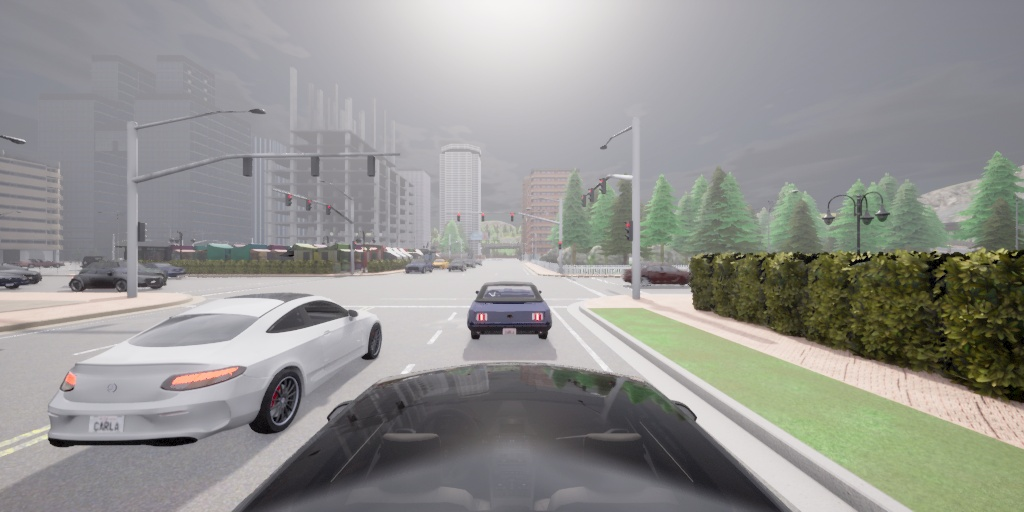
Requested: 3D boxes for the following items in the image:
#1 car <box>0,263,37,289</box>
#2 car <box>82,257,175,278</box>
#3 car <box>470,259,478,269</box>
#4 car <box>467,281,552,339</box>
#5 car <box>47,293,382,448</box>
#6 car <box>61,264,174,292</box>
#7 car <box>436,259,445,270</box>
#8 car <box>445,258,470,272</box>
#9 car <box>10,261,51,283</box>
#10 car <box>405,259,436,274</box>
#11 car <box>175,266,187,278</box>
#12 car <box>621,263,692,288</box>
[{"bbox_3d":[-31.962,1.297,21.013,5.357,1.411,2.033,0,0,1],"label":"car"},{"bbox_3d":[-26.342,1.101,24.366,4.553,1.767,2.097,0,0,2],"label":"car"},{"bbox_3d":[-7.062,1.251,58.520,1.837,1.490,4.892,0,0,0],"label":"car"},{"bbox_3d":[-0.092,1.350,9.984,1.895,1.301,4.718,0,0,-1],"label":"car"},{"bbox_3d":[-3.507,1.276,5.376,1.812,1.442,4.674,0,0,-1],"label":"car"},{"bbox_3d":[-22.722,1.313,20.768,4.181,1.385,1.994,0,0,1],"label":"car"},{"bbox_3d":[-10.578,1.226,52.472,1.882,1.535,5.008,0,0,0],"label":"car"},{"bbox_3d":[-7.090,1.253,46.914,1.837,1.490,4.892,0,0,0],"label":"car"},{"bbox_3d":[-35.371,1.254,24.608,4.892,1.490,1.837,0,0,2],"label":"car"},{"bbox_3d":[-10.727,1.100,41.572,2.097,1.767,4.553,0,0,3],"label":"car"},{"bbox_3d":[-31.981,1.296,31.685,5.357,1.411,2.033,0,0,2],"label":"car"},{"bbox_3d":[9.752,1.226,23.370,5.008,1.535,1.882,0,0,3],"label":"car"}]
